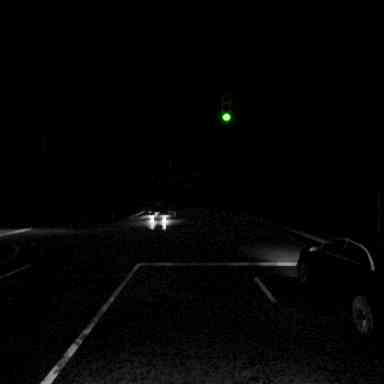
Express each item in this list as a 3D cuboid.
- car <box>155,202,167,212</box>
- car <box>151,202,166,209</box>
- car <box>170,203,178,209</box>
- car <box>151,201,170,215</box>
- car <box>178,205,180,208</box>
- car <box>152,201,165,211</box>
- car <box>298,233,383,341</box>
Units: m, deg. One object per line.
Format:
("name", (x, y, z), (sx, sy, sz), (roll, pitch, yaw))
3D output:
("car", (-4.876, 2.365, 52.053), (1.812, 1.442, 4.674), (0, -2, -7))
("car", (-8.258, 3.307, 81.574), (1.882, 1.535, 5.008), (0, -2, -25))
("car", (-5.092, 3.071, 72.624), (1.994, 1.385, 4.181), (0, -2, -19))
("car", (-4.070, 2.178, 42.099), (1.895, 1.301, 4.718), (0, -1, -2))
("car", (-4.630, 3.408, 81.960), (1.895, 1.301, 4.718), (0, -2, -22))
("car", (-6.344, 2.531, 62.235), (2.097, 1.767, 4.553), (0, -2, -10))
("car", (3.598, 1.572, 6.625), (2.128, 1.511, 4.902), (0, -1, 1))
